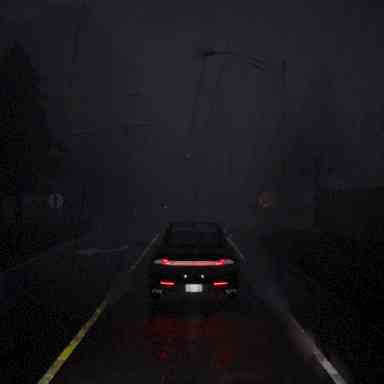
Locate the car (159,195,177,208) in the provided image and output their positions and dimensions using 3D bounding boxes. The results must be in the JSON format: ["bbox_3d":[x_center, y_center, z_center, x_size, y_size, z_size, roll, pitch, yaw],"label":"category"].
[{"bbox_3d":[-3.584,1.533,47.325,2.033,1.411,5.357,0,0,0],"label":"car"}]

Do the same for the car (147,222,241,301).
[{"bbox_3d":[0.055,1.489,8.322,2.128,1.511,4.902,0,0,0],"label":"car"}]

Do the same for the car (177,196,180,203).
[{"bbox_3d":[-3.569,1.460,57.292,1.882,1.535,5.008,0,0,0],"label":"car"}]

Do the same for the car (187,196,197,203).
[{"bbox_3d":[0.010,1.471,69.553,2.128,1.511,4.902,0,0,0],"label":"car"}]

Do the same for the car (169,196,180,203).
[{"bbox_3d":[-3.508,1.485,67.578,1.837,1.490,4.892,0,0,0],"label":"car"}]
